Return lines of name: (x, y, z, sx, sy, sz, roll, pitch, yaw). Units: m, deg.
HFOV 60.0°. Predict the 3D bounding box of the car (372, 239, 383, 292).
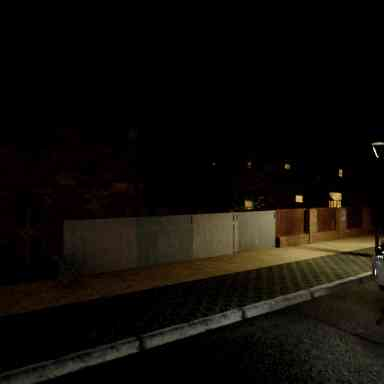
car: (6.412, 1.233, 7.647, 5.566, 2.045, 2.150, 0, 0, -35)
